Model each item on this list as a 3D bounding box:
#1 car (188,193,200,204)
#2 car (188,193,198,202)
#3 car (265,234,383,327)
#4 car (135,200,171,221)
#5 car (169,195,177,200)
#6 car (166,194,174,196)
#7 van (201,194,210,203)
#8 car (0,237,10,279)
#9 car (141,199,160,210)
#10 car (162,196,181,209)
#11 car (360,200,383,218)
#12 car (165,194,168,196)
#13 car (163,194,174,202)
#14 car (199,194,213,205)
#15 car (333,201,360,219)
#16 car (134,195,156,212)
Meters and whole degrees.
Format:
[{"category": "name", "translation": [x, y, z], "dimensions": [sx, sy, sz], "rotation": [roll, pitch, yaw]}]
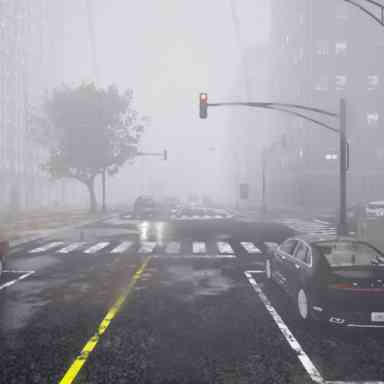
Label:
[{"category": "car", "translation": [0.294, 1.405, 67.424], "dimensions": [2.097, 1.767, 4.553], "rotation": [0, 0, 0]}, {"category": "car", "translation": [0.226, 1.298, 78.892], "dimensions": [2.150, 2.045, 5.566], "rotation": [0, 0, 0]}, {"category": "car", "translation": [2.707, 1.551, 6.941], "dimensions": [2.008, 1.369, 4.403], "rotation": [0, 0, 0]}, {"category": "car", "translation": [-3.023, 1.575, 26.788], "dimensions": [1.994, 1.385, 4.181], "rotation": [0, 0, 0]}, {"category": "car", "translation": [-5.421, 1.654, 94.582], "dimensions": [2.008, 1.369, 4.403], "rotation": [0, 0, 0]}, {"category": "car", "translation": [-2.907, 1.587, 58.027], "dimensions": [2.033, 1.411, 5.357], "rotation": [0, 0, 1]}, {"category": "van", "translation": [2.896, 1.402, 72.466], "dimensions": [1.690, 1.788, 3.998], "rotation": [0, 0, 0]}, {"category": "car", "translation": [-5.673, 1.545, 6.965], "dimensions": [1.887, 1.381, 4.507], "rotation": [0, 0, 0]}, {"category": "car", "translation": [-5.564, 1.592, 44.876], "dimensions": [1.947, 1.339, 4.313], "rotation": [0, 0, 0]}, {"category": "car", "translation": [-2.970, 1.575, 45.200], "dimensions": [2.033, 1.411, 5.357], "rotation": [0, 0, 0]}, {"category": "car", "translation": [15.503, 0.994, 23.752], "dimensions": [5.566, 2.045, 2.150], "rotation": [-1, 0, 0]}, {"category": "car", "translation": [-5.485, 1.627, 72.491], "dimensions": [1.947, 1.339, 4.313], "rotation": [0, 0, 0]}, {"category": "car", "translation": [-5.469, 1.386, 78.013], "dimensions": [2.192, 1.841, 5.009], "rotation": [0, 0, 0]}, {"category": "car", "translation": [2.865, 1.611, 61.420], "dimensions": [1.947, 1.339, 4.313], "rotation": [0, 0, 0]}, {"category": "car", "translation": [13.500, 1.350, 26.316], "dimensions": [4.403, 1.369, 2.008], "rotation": [-1, 1, 0]}, {"category": "car", "translation": [-5.580, 1.336, 39.353], "dimensions": [2.192, 1.841, 5.009], "rotation": [0, 0, 0]}]
